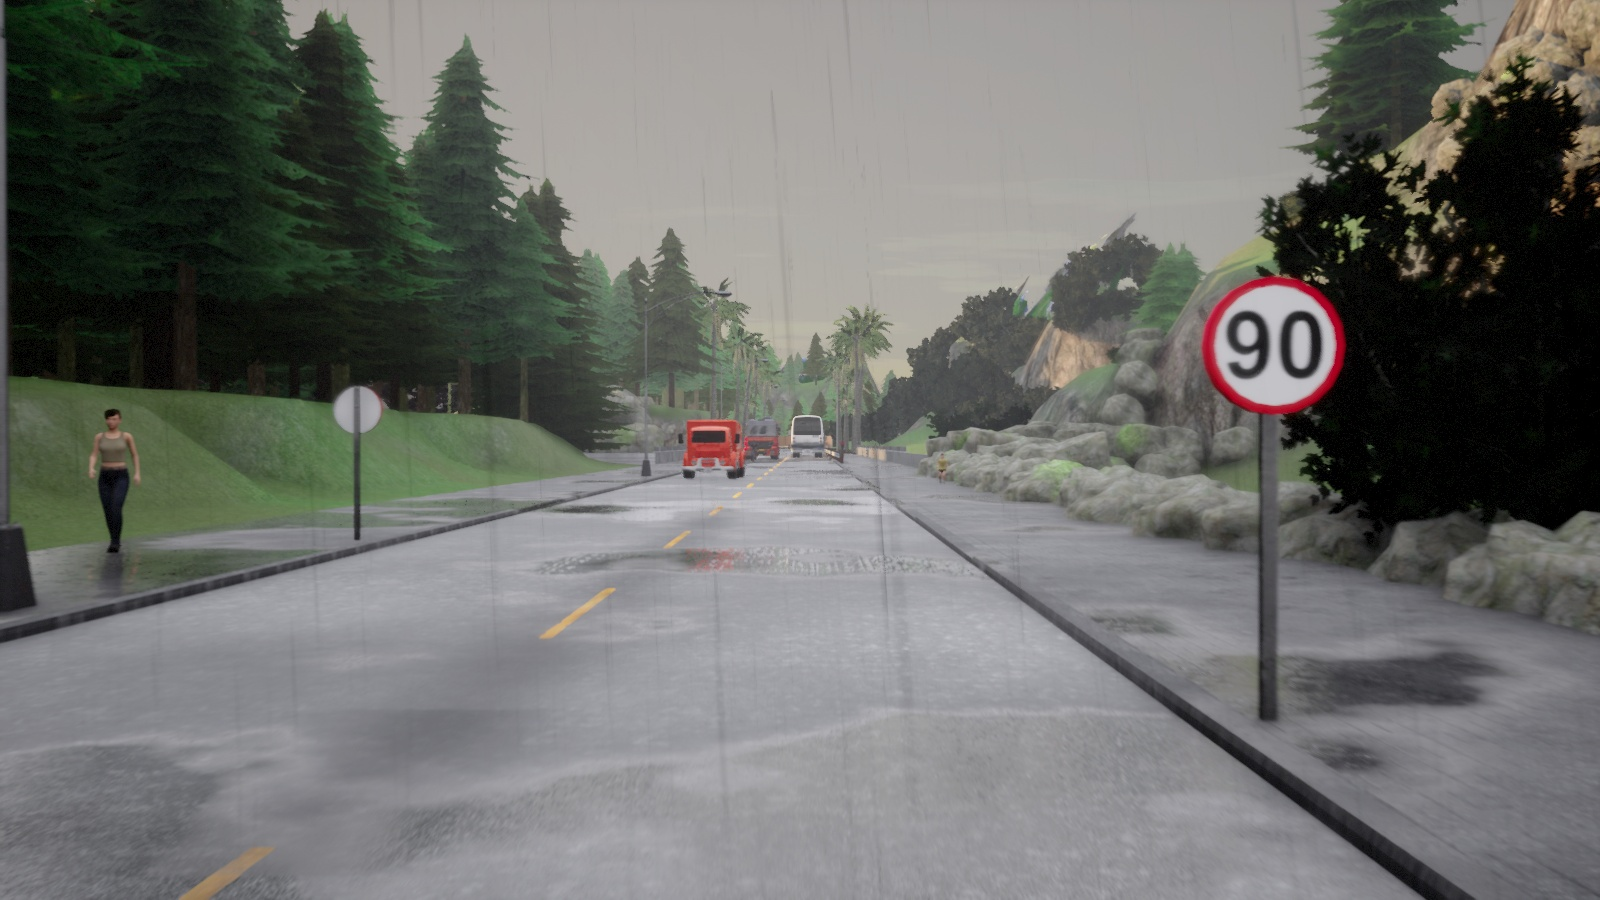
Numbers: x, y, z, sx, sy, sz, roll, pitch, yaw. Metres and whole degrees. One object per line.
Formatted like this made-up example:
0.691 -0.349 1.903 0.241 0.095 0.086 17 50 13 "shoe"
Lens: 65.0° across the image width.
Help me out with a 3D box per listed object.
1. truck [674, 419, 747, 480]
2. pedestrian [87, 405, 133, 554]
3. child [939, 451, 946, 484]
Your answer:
-3.684 -0.043 52.730 2.627 2.467 5.204 0 0 0 "truck"
-8.682 0.360 15.809 0.345 1.836 0.594 0 0 -11 "pedestrian"
4.835 0.600 42.602 0.255 1.110 0.394 0 0 6 "child"
